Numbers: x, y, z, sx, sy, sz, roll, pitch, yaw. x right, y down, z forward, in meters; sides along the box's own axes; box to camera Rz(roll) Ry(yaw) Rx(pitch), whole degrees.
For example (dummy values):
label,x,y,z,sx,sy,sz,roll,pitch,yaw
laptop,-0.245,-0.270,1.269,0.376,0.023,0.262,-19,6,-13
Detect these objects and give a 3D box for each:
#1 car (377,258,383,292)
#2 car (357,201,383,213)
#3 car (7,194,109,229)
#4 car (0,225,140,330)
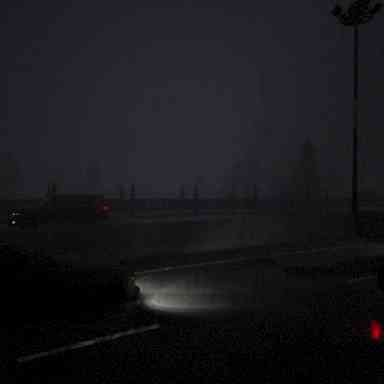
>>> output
label,x,y,z,sx,sy,sz,roll,pitch,yaw
car,5.972,1.558,7.166,4.181,1.385,1.994,0,0,-30
car,15.355,1.496,26.782,5.008,1.535,1.882,0,0,-19
car,-7.728,1.163,19.613,5.566,2.045,2.150,0,0,-32
car,-3.604,1.526,5.394,5.357,1.411,2.033,0,0,-35
